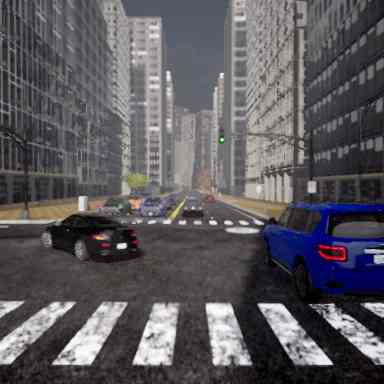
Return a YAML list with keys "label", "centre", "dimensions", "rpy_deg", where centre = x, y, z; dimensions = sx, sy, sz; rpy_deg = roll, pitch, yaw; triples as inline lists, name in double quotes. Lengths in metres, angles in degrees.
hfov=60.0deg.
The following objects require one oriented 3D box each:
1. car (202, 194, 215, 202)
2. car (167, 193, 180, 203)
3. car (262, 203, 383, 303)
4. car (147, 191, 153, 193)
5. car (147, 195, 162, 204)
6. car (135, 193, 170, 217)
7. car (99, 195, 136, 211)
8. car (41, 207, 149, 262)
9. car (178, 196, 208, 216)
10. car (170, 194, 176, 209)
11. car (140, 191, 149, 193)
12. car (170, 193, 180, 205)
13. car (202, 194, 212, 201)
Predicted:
- label: "car"
  centre: [3.231, 1.110, 61.407]
  dimensions: [1.882, 1.535, 5.008]
  rpy_deg: [0, 0, 0]
- label: "car"
  centre: [-3.269, 1.001, 58.796]
  dimensions: [2.097, 1.767, 4.553]
  rpy_deg: [0, 0, 0]
- label: "car"
  centre: [3.344, 1.273, 8.497]
  dimensions: [2.150, 2.045, 5.566]
  rpy_deg: [0, 0, 0]
- label: "car"
  centre: [-6.546, 0.942, 47.420]
  dimensions: [2.150, 2.045, 5.566]
  rpy_deg: [0, 0, 1]
- label: "car"
  centre: [-6.519, 1.203, 57.901]
  dimensions: [2.033, 1.411, 5.357]
  rpy_deg: [0, 0, 0]
- label: "car"
  centre: [-3.354, 1.184, 29.300]
  dimensions: [2.097, 1.767, 4.553]
  rpy_deg: [0, 0, 0]
- label: "car"
  centre: [-6.636, 1.184, 29.254]
  dimensions: [2.097, 1.767, 4.553]
  rpy_deg: [0, 0, 1]
- label: "car"
  centre: [-3.775, 1.473, 12.072]
  dimensions: [1.812, 1.442, 4.674]
  rpy_deg: [0, 1, -43]
- label: "car"
  centre: [0.095, 1.376, 29.739]
  dimensions: [2.033, 1.411, 5.357]
  rpy_deg: [0, 0, 0]
- label: "car"
  centre: [-3.346, 1.322, 38.773]
  dimensions: [2.033, 1.411, 5.357]
  rpy_deg: [0, 0, 0]
- label: "car"
  centre: [-6.597, 1.132, 37.892]
  dimensions: [2.097, 1.767, 4.553]
  rpy_deg: [0, 0, 0]
- label: "car"
  centre: [-3.284, 1.276, 48.740]
  dimensions: [1.994, 1.385, 4.181]
  rpy_deg: [0, 0, 1]
- label: "car"
  centre: [3.228, 1.091, 71.424]
  dimensions: [1.812, 1.442, 4.674]
  rpy_deg: [0, 0, 0]
